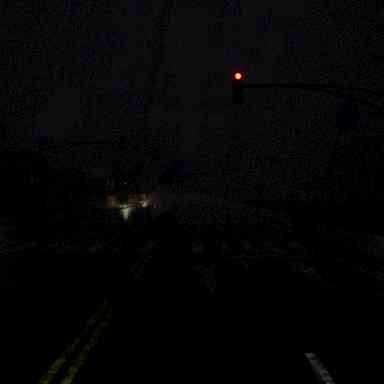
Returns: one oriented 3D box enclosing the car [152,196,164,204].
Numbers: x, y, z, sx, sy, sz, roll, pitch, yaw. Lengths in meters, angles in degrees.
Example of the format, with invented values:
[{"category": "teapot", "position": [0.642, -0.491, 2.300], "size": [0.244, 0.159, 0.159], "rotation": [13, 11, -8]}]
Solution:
[{"category": "car", "position": [-6.419, 1.496, 63.190], "size": [2.128, 1.511, 4.902], "rotation": [0, 1, 0]}]
